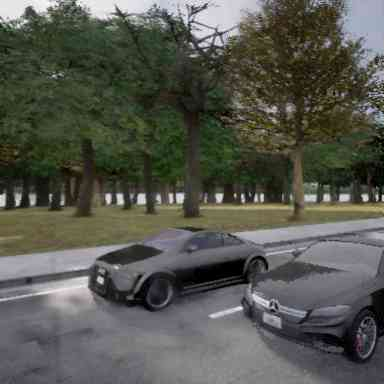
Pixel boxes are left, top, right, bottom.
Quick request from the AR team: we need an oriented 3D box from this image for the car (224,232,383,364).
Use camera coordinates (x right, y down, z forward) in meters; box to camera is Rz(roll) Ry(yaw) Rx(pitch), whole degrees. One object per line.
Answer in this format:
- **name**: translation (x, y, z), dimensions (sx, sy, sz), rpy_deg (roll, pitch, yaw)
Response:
- **car**: translation (2.973, 1.493, 5.938), dimensions (4.674, 1.442, 1.812), rpy_deg (0, 0, -36)

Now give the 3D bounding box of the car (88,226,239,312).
- **car**: translation (-0.171, 1.525, 7.660), dimensions (4.181, 1.385, 1.994), rpy_deg (0, 0, -36)
